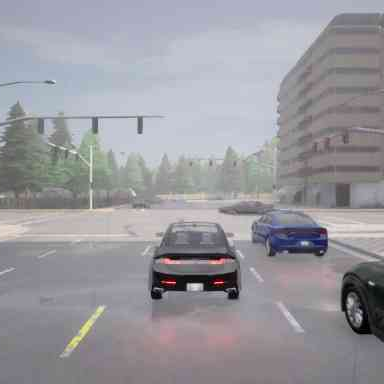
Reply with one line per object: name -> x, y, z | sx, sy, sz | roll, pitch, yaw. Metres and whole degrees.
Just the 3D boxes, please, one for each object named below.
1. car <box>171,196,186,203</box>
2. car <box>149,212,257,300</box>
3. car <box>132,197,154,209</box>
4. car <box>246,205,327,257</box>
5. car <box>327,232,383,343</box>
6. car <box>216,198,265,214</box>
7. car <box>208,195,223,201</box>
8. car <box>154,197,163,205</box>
car -> -2.764, 1.524, 70.150 | 1.812, 1.442, 4.674 | 0, 0, 23
car -> 0.068, 1.491, 8.389 | 2.128, 1.511, 4.902 | 0, 0, 0
car -> -7.021, 1.547, 46.592 | 2.033, 1.411, 5.357 | 0, 0, 1
car -> 3.588, 1.478, 13.034 | 1.882, 1.535, 5.008 | 0, 0, 0
car -> 3.601, 1.352, 3.883 | 2.097, 1.767, 4.553 | 0, 0, 0
car -> 5.245, 1.555, 32.035 | 5.357, 1.411, 2.033 | 0, 0, 0
car -> 5.827, 1.521, 82.420 | 1.812, 1.442, 4.674 | 0, 0, 42
car -> -6.247, 1.564, 57.679 | 1.994, 1.385, 4.181 | 0, 0, 7
